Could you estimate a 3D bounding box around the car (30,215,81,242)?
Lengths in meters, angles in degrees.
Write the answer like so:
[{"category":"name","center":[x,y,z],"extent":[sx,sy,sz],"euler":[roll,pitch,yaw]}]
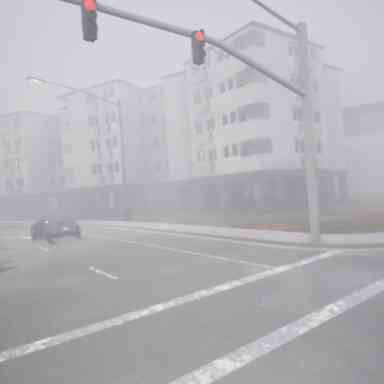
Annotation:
[{"category":"car","center":[-8.340,2.111,20.138],"extent":[1.994,1.385,4.181],"euler":[-4,0,-40]}]
